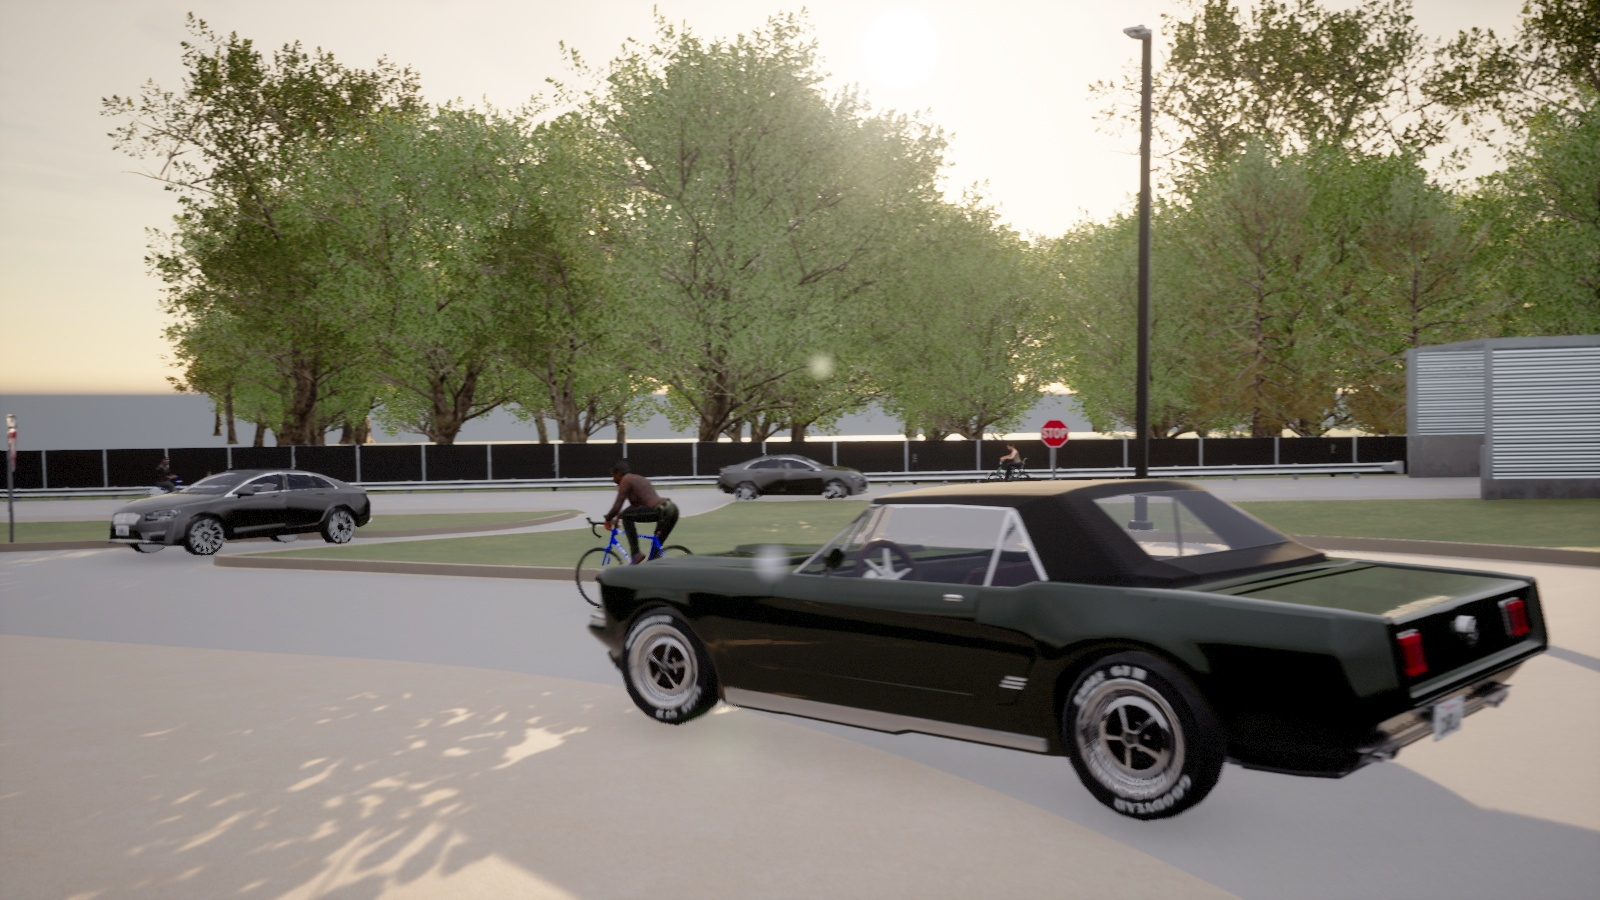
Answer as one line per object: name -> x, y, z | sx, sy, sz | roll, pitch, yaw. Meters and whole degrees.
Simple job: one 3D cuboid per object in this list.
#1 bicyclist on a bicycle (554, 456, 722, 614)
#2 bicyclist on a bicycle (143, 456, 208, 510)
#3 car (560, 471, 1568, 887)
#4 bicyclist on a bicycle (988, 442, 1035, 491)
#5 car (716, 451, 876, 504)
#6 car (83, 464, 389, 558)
bicyclist on a bicycle -> -1.765, 0.929, 13.623 | 1.656, 1.620, 0.582 | -3, 0, 25
bicyclist on a bicycle -> -21.475, 1.139, 43.203 | 1.843, 1.776, 0.659 | -1, 3, 7
car -> 0.945, 0.819, 6.400 | 4.718, 1.301, 1.895 | -2, -1, 45
bicyclist on a bicycle -> 7.269, 0.555, 43.248 | 1.509, 1.612, 0.866 | -2, 2, 7
car -> -0.074, 0.865, 40.607 | 4.902, 1.511, 2.128 | -1, 2, 7
car -> -10.397, 1.059, 23.581 | 2.128, 1.511, 4.902 | -1, 0, 30
